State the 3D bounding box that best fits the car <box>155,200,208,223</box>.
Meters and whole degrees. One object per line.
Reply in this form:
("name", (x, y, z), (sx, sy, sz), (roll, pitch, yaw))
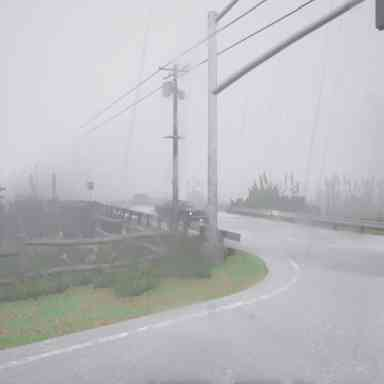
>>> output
("car", (-0.591, 1.245, 21.571), (1.895, 1.301, 4.718), (0, 3, -32))
